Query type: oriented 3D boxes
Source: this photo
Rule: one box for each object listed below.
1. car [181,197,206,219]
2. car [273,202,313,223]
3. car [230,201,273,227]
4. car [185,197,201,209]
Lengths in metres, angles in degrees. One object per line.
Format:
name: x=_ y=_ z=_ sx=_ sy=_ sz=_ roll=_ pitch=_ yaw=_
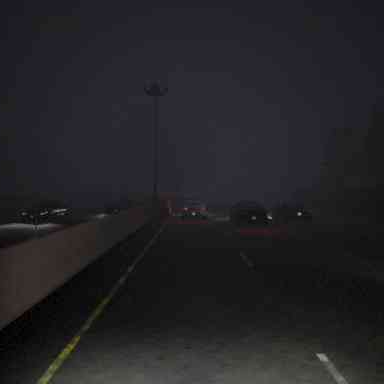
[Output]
car: x=0.129 y=1.355 z=26.745 sx=1.812 sy=1.442 sz=4.674 roll=0 pitch=0 yaw=0
car: x=7.125 y=1.412 z=24.009 sx=1.994 sy=1.385 sz=4.181 roll=0 pitch=0 yaw=0
car: x=3.622 y=1.339 z=21.826 sx=1.882 sy=1.535 sz=5.008 roll=0 pitch=0 yaw=0
car: x=0.145 y=1.330 z=42.390 sx=1.895 sy=1.301 sz=4.718 roll=0 pitch=0 yaw=0
